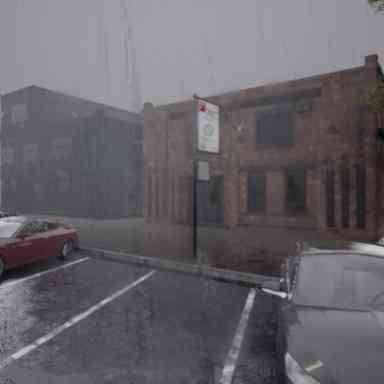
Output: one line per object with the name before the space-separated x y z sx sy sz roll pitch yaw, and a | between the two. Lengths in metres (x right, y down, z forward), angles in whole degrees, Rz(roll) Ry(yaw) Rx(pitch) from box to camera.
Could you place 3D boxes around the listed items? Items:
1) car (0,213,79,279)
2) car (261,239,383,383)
car | -5.211 1.477 9.786 2.002 1.452 4.674 1 0 15
car | 2.128 1.483 4.576 2.231 1.521 4.892 1 0 15
